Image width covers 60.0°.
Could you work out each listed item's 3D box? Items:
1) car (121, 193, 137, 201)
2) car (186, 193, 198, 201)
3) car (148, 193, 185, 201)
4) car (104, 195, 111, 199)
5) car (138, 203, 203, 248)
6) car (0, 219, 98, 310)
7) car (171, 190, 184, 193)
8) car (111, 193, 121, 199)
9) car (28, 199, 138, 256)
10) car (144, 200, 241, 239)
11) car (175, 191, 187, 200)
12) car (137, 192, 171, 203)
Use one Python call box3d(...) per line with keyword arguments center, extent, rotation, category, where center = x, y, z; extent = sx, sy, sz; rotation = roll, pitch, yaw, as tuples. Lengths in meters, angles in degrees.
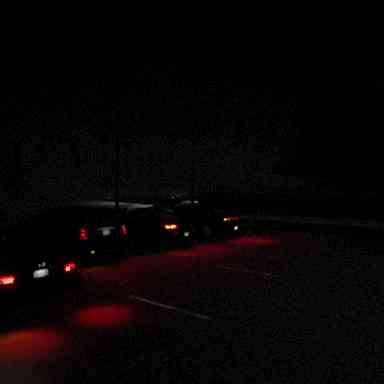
box3d(center=(-8.399, 1.135, 52.385), extent=(1.895, 1.301, 4.718), rotation=(1, 1, 36), category="car")
box3d(center=(1.814, 1.085, 66.307), extent=(2.033, 1.411, 5.357), rotation=(1, 1, 37), category="car")
box3d(center=(-3.540, 1.223, 47.176), extent=(1.895, 1.301, 4.718), rotation=(1, 1, 36), category="car")
box3d(center=(-13.006, 0.925, 57.918), extent=(1.882, 1.535, 5.008), rotation=(1, 1, 36), category="car")
box3d(center=(-2.074, 1.403, 14.082), extent=(4.674, 1.442, 1.812), rotation=(1, 1, 36), category="car")
box3d(center=(-4.690, 1.448, 7.334), extent=(5.357, 1.411, 2.033), rotation=(1, 1, 36), category="car")
box3d(center=(-3.234, 0.676, 71.227), extent=(2.150, 2.045, 5.566), rotation=(1, 1, 36), category="car")
box3d(center=(-10.540, 0.969, 55.374), extent=(1.882, 1.535, 5.008), rotation=(1, 1, 36), category="car")
box3d(center=(-4.334, 1.226, 11.392), extent=(4.553, 1.767, 2.097), rotation=(1, 1, 36), category="car")
box3d(center=(0.088, 1.385, 16.834), extent=(4.892, 1.490, 1.837), rotation=(1, 0, 36), category="car")
box3d(center=(-0.746, 0.999, 68.716), extent=(2.128, 1.511, 4.902), rotation=(1, 1, 36), category="car")
box3d(center=(-5.574, 1.104, 50.320), extent=(1.812, 1.442, 4.674), rotation=(1, 0, 36), category="car")
